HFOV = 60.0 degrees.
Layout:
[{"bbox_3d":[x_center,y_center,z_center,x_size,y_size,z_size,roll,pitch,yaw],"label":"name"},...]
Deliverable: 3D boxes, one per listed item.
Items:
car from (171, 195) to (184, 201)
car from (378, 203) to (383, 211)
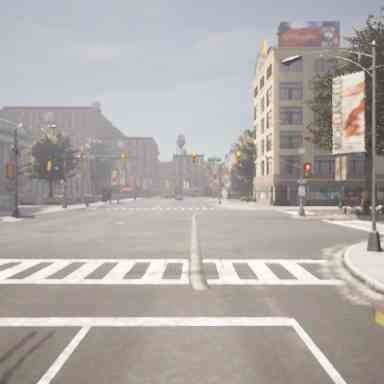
[{"bbox_3d":[-3.468,1.580,85.397,2.033,1.411,5.357,0,0,0],"label":"car"},{"bbox_3d":[22.929,1.509,36.287,4.902,1.511,2.128,0,0,0],"label":"car"}]
